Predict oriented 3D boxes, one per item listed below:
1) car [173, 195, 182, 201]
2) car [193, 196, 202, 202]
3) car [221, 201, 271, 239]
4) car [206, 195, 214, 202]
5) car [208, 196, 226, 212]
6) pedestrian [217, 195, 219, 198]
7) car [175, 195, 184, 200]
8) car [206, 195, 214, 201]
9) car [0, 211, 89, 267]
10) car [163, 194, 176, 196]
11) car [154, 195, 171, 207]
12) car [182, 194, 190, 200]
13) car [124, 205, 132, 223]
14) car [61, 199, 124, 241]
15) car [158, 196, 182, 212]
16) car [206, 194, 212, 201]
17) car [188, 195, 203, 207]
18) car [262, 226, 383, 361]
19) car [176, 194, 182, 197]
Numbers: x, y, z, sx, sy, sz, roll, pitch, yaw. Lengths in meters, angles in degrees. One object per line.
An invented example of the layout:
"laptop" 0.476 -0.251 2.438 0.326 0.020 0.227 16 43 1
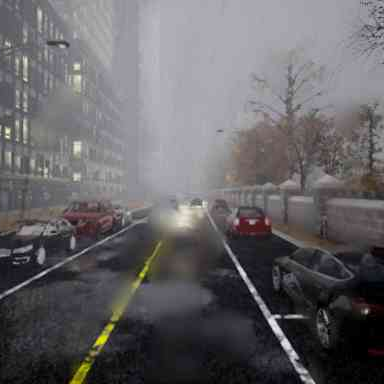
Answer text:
"car" -3.672 1.545 84.363 2.008 1.369 4.403 0 0 2
"car" 1.297 1.465 71.858 1.895 1.301 4.718 0 0 2
"car" 2.791 1.438 17.218 1.967 1.590 4.097 0 0 1
"car" 4.297 1.542 79.266 1.887 1.381 4.507 0 0 2
"car" 3.124 1.502 38.078 1.837 1.490 4.892 0 0 1
"pedestrian" 3.183 1.291 41.015 0.375 1.860 0.375 0 0 1
"car" -3.428 1.545 89.979 2.008 1.369 4.403 0 0 2
"car" 4.528 1.563 84.902 1.947 1.339 4.313 0 0 3
"car" -5.281 1.548 11.233 2.008 1.369 4.403 0 0 0
"car" -4.514 1.310 56.255 2.192 1.841 5.009 0 0 2
"car" -4.663 1.540 50.631 1.887 1.381 4.507 0 0 1
"car" -1.123 1.254 80.375 1.837 1.490 4.892 0 0 2
"car" -5.181 1.547 22.498 2.008 1.369 4.403 0 0 0
"car" -5.237 1.312 16.862 2.192 1.841 5.009 0 0 0
"car" -2.463 1.521 37.991 1.812 1.442 4.674 0 0 1
"car" 3.528 1.541 56.716 1.887 1.381 4.507 0 0 2
"car" 0.663 1.522 50.972 1.812 1.442 4.674 0 0 2
"car" 2.719 1.566 5.927 1.947 1.339 4.313 0 0 0
"car" -4.114 1.310 73.127 2.192 1.841 5.009 0 0 2
